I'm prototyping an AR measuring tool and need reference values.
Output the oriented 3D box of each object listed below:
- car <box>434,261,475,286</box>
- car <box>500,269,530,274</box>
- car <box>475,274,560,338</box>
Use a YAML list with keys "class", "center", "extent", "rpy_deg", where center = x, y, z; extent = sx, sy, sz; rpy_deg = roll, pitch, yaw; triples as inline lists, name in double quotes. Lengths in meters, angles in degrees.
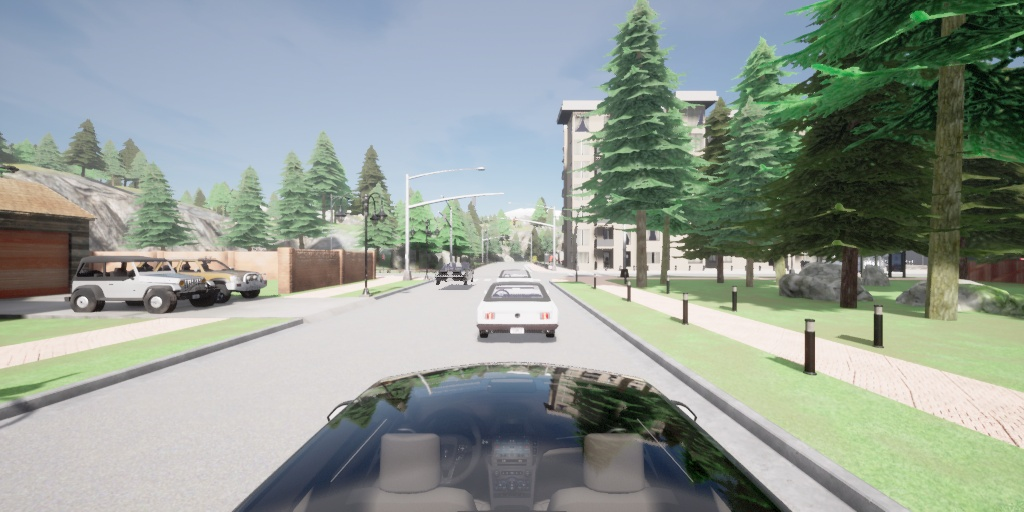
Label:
- class: "car"
  center: [-3.431, 0.999, 22.067]
  extent: [1.895, 1.301, 4.718]
  rpy_deg: [0, 0, 0]
- class: "car"
  center: [0.159, 1.351, 19.294]
  extent: [1.895, 1.301, 4.718]
  rpy_deg: [0, 0, 0]
- class: "car"
  center: [0.130, 1.351, 10.126]
  extent: [1.895, 1.301, 4.718]
  rpy_deg: [0, 0, 0]
